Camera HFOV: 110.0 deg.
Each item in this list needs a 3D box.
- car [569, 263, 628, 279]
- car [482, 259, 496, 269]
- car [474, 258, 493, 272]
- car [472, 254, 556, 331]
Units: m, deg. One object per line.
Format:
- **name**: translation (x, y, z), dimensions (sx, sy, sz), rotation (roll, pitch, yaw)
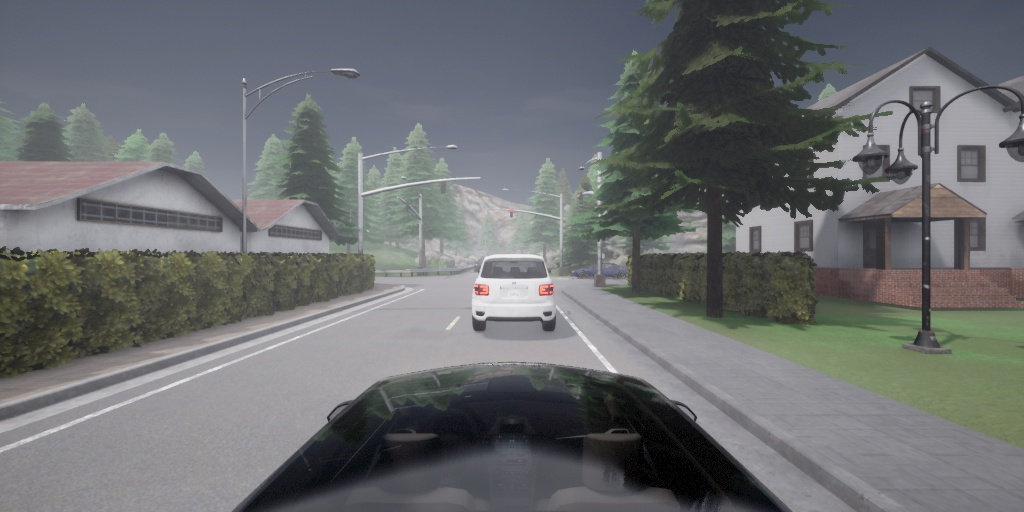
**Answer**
- **car**: translation (7.721, 1.282, 31.178), dimensions (5.357, 1.411, 2.033), rotation (0, 0, 0)
- **car**: translation (-3.574, 1.276, 55.556), dimensions (1.812, 1.442, 4.674), rotation (0, 0, 0)
- **car**: translation (-3.582, 1.102, 45.572), dimensions (2.097, 1.767, 4.553), rotation (0, 0, 0)
- **car**: translation (0.066, 0.971, 11.088), dimensions (2.150, 2.045, 5.566), rotation (0, 0, 0)
